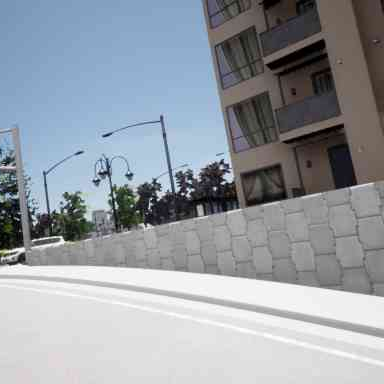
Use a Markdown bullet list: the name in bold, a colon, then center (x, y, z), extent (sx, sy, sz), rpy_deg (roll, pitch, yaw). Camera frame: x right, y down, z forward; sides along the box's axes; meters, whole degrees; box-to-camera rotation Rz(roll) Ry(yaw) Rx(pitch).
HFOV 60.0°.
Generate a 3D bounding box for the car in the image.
- **car**: center (-14.130, 5.315, 30.275), extent (2.150, 2.045, 5.566), rpy_deg (-14, -8, 35)
